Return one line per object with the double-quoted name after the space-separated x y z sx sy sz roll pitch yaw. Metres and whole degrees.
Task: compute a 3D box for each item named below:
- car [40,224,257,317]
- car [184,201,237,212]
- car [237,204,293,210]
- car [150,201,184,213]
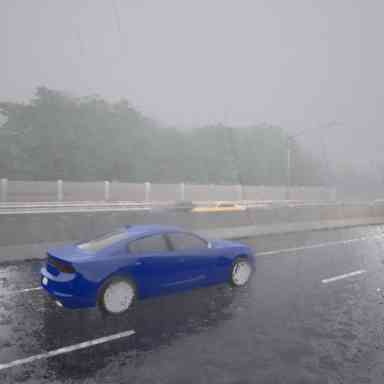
-0.685 1.481 7.558 5.008 1.535 1.882 0 0 -36 "car"
2.120 1.527 26.991 5.008 1.535 1.882 0 0 -35 "car"
6.307 1.613 25.668 5.357 1.411 2.033 0 0 -35 "car"
-1.304 1.545 28.850 4.892 1.490 1.837 0 0 -35 "car"
